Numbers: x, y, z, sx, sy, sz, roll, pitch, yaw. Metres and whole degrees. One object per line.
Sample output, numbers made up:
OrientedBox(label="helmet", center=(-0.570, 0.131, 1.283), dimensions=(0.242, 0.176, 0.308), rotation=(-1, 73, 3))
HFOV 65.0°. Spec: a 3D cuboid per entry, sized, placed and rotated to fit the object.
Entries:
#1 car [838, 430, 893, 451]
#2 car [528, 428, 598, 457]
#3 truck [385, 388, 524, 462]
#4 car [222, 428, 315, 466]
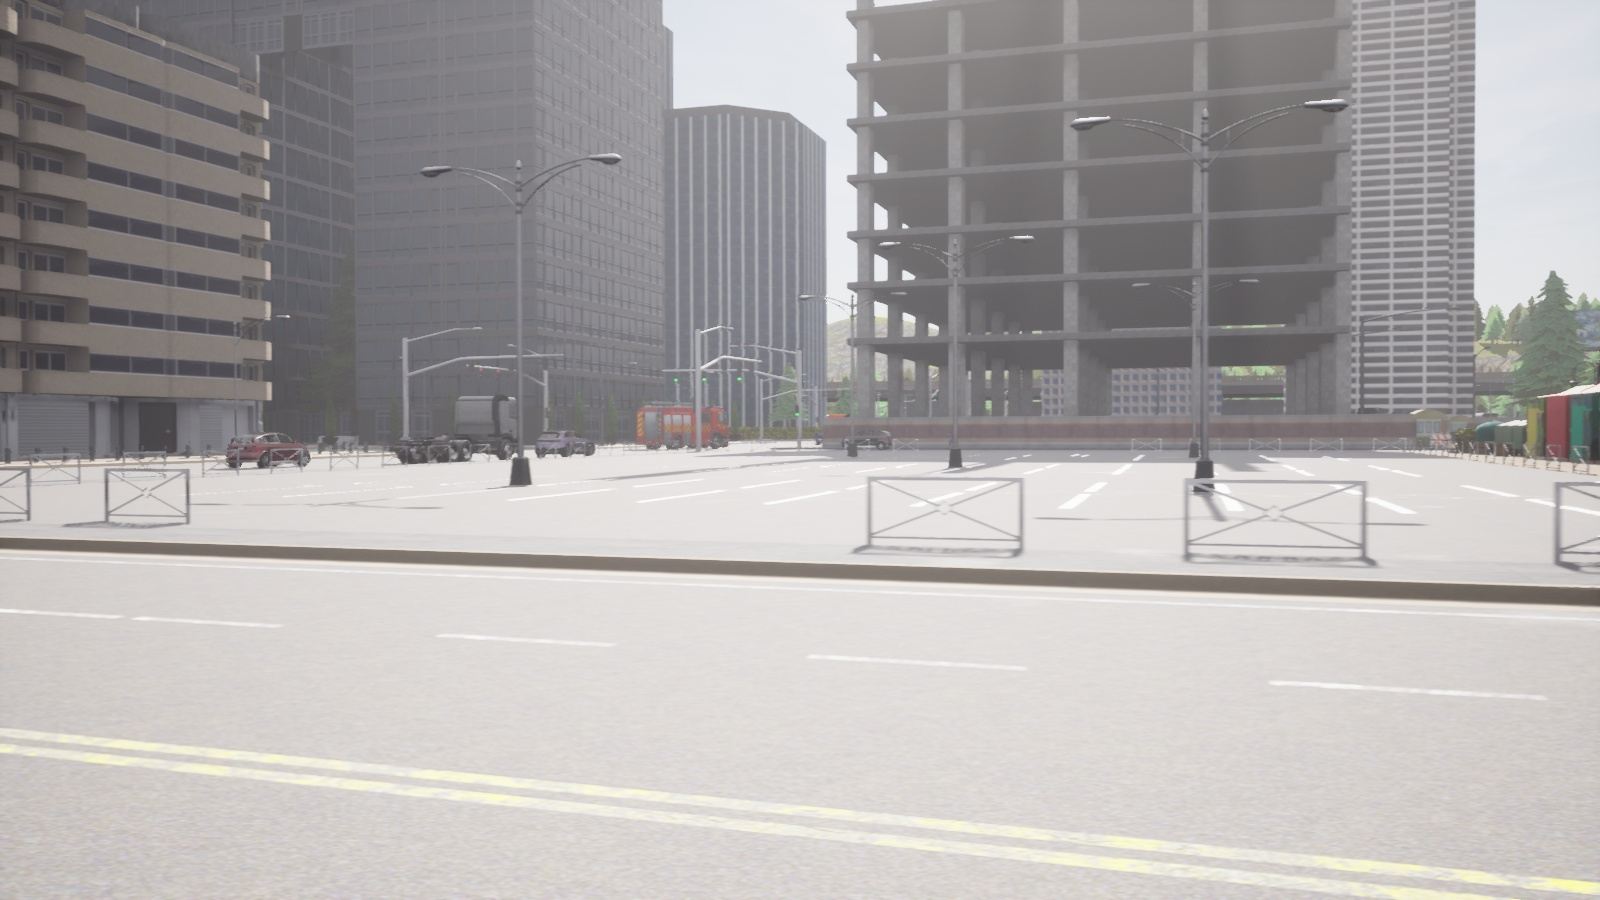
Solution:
OrientedBox(label="car", center=(4.829, -0.709, 92.198), dimensions=(3.705, 1.549, 1.789), rotation=(1, 1, 17))
OrientedBox(label="car", center=(-13.744, -0.466, 73.159), dimensions=(2.033, 1.649, 4.856), rotation=(0, 1, 17))
OrientedBox(label="truck", center=(-16.989, -1.220, 62.473), dimensions=(2.891, 3.462, 7.936), rotation=(0, 1, 17))
OrientedBox(label="car", center=(-23.050, -0.156, 54.606), dimensions=(1.789, 1.549, 3.705), rotation=(0, 1, 17))
